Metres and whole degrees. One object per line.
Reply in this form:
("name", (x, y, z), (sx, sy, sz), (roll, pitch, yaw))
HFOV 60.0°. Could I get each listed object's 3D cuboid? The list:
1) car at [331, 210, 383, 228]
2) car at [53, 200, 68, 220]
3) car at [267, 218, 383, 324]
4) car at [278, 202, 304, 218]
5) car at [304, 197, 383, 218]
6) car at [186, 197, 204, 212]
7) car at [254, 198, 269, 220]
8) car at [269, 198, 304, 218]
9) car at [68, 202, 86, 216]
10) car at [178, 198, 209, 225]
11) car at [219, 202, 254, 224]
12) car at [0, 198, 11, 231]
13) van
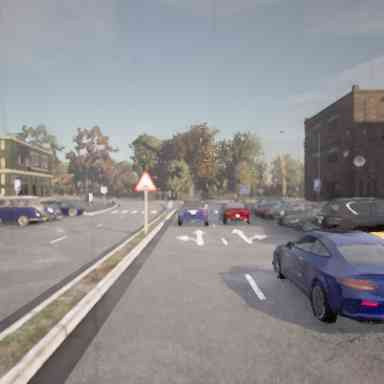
("car", (7.448, 1.483, 10.218), (5.366, 1.575, 1.946), (0, 0, 0))
("car", (-12.563, 1.368, 25.922), (4.553, 1.767, 2.185), (0, 0, 0))
("car", (3.096, 1.529, 7.073), (1.812, 1.442, 4.674), (0, 0, 0))
("car", (7.635, 1.494, 18.490), (4.892, 1.521, 2.231), (0, 0, 0))
("car", (7.660, 1.237, 12.976), (5.566, 2.045, 2.435), (0, 0, 0))
("car", (0.445, 1.430, 39.908), (1.882, 1.535, 5.008), (0, 0, 5))
("car", (7.629, 1.483, 26.765), (5.008, 1.535, 2.097), (0, 0, 0))
("car", (7.596, 1.366, 21.252), (4.553, 1.767, 2.185), (0, 0, 0))
("car", (-12.501, 1.500, 31.358), (4.792, 1.488, 2.163), (0, 0, 0))
("car", (0.077, 1.323, 24.080), (2.097, 1.767, 4.553), (-1, 2, 0))
("car", (3.097, 1.480, 25.120), (1.882, 1.535, 5.008), (0, 0, 0))
("car", (-12.564, 1.372, 17.578), (4.553, 1.767, 2.185), (0, 0, 0))
("van", (-12.416, 1.275, 23.014), (4.442, 1.987, 1.878), (0, 0, 0))
